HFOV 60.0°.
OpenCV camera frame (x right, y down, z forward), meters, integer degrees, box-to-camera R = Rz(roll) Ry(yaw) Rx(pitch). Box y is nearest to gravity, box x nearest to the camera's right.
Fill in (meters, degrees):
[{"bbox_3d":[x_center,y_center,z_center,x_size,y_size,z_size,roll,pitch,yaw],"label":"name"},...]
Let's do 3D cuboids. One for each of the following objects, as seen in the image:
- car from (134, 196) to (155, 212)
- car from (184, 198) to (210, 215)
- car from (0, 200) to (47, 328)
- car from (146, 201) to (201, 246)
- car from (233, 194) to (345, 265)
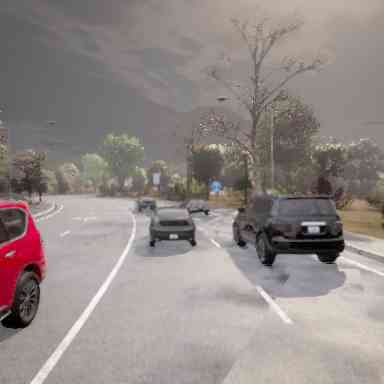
[{"bbox_3d":[-4.806,1.206,34.397,1.837,1.490,4.892,-1,1,-15],"label":"car"},{"bbox_3d":[0.127,1.252,29.305,2.033,1.411,5.357,-1,1,-13],"label":"car"},{"bbox_3d":[-3.724,1.196,3.960,2.150,2.045,5.566,0,2,-1],"label":"car"},{"bbox_3d":[-0.935,1.368,14.583,1.837,1.490,4.892,0,1,-7],"label":"car"},{"bbox_3d":[2.941,1.083,11.354,2.150,2.045,5.566,0,0,-5],"label":"car"}]
